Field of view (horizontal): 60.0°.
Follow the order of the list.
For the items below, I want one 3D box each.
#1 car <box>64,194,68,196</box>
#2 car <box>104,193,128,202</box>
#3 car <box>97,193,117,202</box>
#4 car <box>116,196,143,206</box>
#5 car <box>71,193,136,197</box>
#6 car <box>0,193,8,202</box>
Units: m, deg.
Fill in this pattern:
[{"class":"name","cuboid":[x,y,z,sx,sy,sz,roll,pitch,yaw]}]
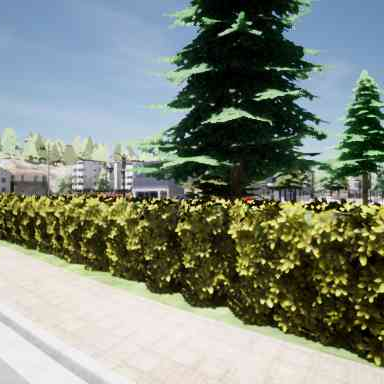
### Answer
[{"class":"car","cuboid":[-27.320,1.141,80.409,2.152,1.636,5.027,0,0,44]},{"class":"car","cuboid":[-15.854,1.088,69.676,1.932,1.855,4.605,0,0,44]},{"class":"car","cuboid":[-18.212,1.067,71.423,1.905,1.878,3.866,0,0,44]},{"class":"car","cuboid":[-10.055,1.377,53.337,1.970,1.475,3.806,0,0,44]},{"class":"car","cuboid":[-8.077,1.217,31.062,2.150,2.045,5.566,0,0,44]},{"class":"car","cuboid":[-41.763,1.084,70.238,1.932,1.855,4.605,0,0,44]}]
